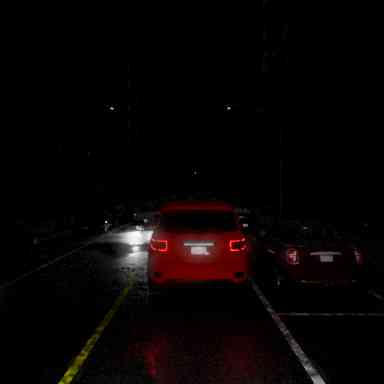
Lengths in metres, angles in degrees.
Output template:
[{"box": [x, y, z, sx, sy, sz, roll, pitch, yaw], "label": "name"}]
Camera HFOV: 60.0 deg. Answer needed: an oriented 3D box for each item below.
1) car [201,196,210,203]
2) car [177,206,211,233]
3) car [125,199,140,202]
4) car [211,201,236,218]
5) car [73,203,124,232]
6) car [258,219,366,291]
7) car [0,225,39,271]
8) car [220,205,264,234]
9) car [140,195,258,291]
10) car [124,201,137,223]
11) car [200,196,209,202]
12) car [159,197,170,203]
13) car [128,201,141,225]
[{"box": [2.933, 1.580, 73.673, 1.752, 1.417, 4.829, 0, 0, 0], "label": "car"}, {"box": [0.109, 1.602, 20.760, 1.895, 1.301, 4.718, 0, 0, 0], "label": "car"}, {"box": [-5.657, 1.443, 31.008, 1.967, 1.590, 4.097, 0, 0, 0], "label": "car"}, {"box": [2.869, 1.569, 31.003, 1.947, 1.339, 4.313, 0, 0, 0], "label": "car"}, {"box": [-5.662, 1.567, 20.005, 1.947, 1.339, 4.313, 0, 0, 0], "label": "car"}, {"box": [2.858, 1.440, 8.998, 1.967, 1.590, 4.097, 0, 0, 0], "label": "car"}, {"box": [-5.667, 1.582, 9.002, 1.802, 1.307, 4.206, 0, 0, 0], "label": "car"}, {"box": [2.863, 1.552, 20.001, 2.008, 1.369, 4.403, 0, 0, 0], "label": "car"}, {"box": [0.108, 1.222, 9.128, 2.150, 2.045, 5.566, 0, 0, -1], "label": "car"}, {"box": [-5.660, 1.584, 25.506, 1.802, 1.307, 4.206, 0, 0, 0], "label": "car"}, {"box": [2.946, 1.616, 78.911, 2.008, 1.369, 4.403, 0, 0, 0], "label": "car"}, {"box": [-5.604, 1.626, 68.111, 1.802, 1.307, 4.206, 0, 0, 0], "label": "car"}, {"box": [-3.057, 1.603, 24.240, 1.895, 1.301, 4.718, 0, 0, 0], "label": "car"}]
